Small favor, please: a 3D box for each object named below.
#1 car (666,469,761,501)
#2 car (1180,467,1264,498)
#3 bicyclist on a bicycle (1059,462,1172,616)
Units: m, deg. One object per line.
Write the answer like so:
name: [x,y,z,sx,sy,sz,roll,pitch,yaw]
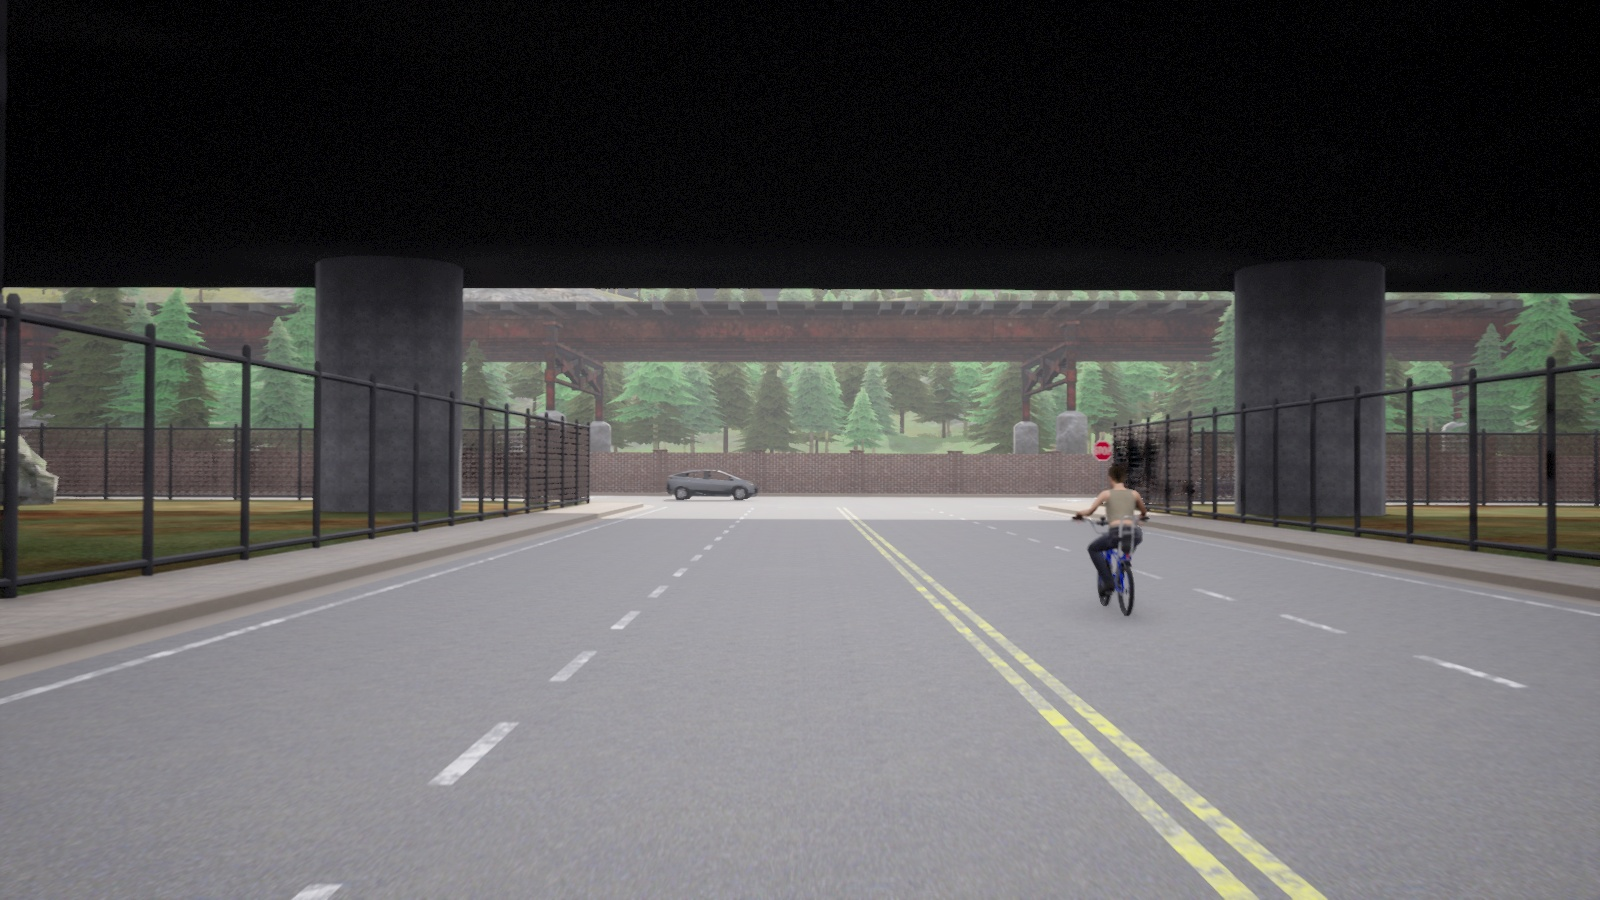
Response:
car: [-4.193,1.699,61.395,4.514,1.525,2.007,0,-1,0]
car: [21.634,1.674,64.517,3.705,1.549,1.789,0,-1,0]
bicyclist on a bicycle: [3.468,0.944,13.936,0.866,1.612,1.509,0,-1,0]
